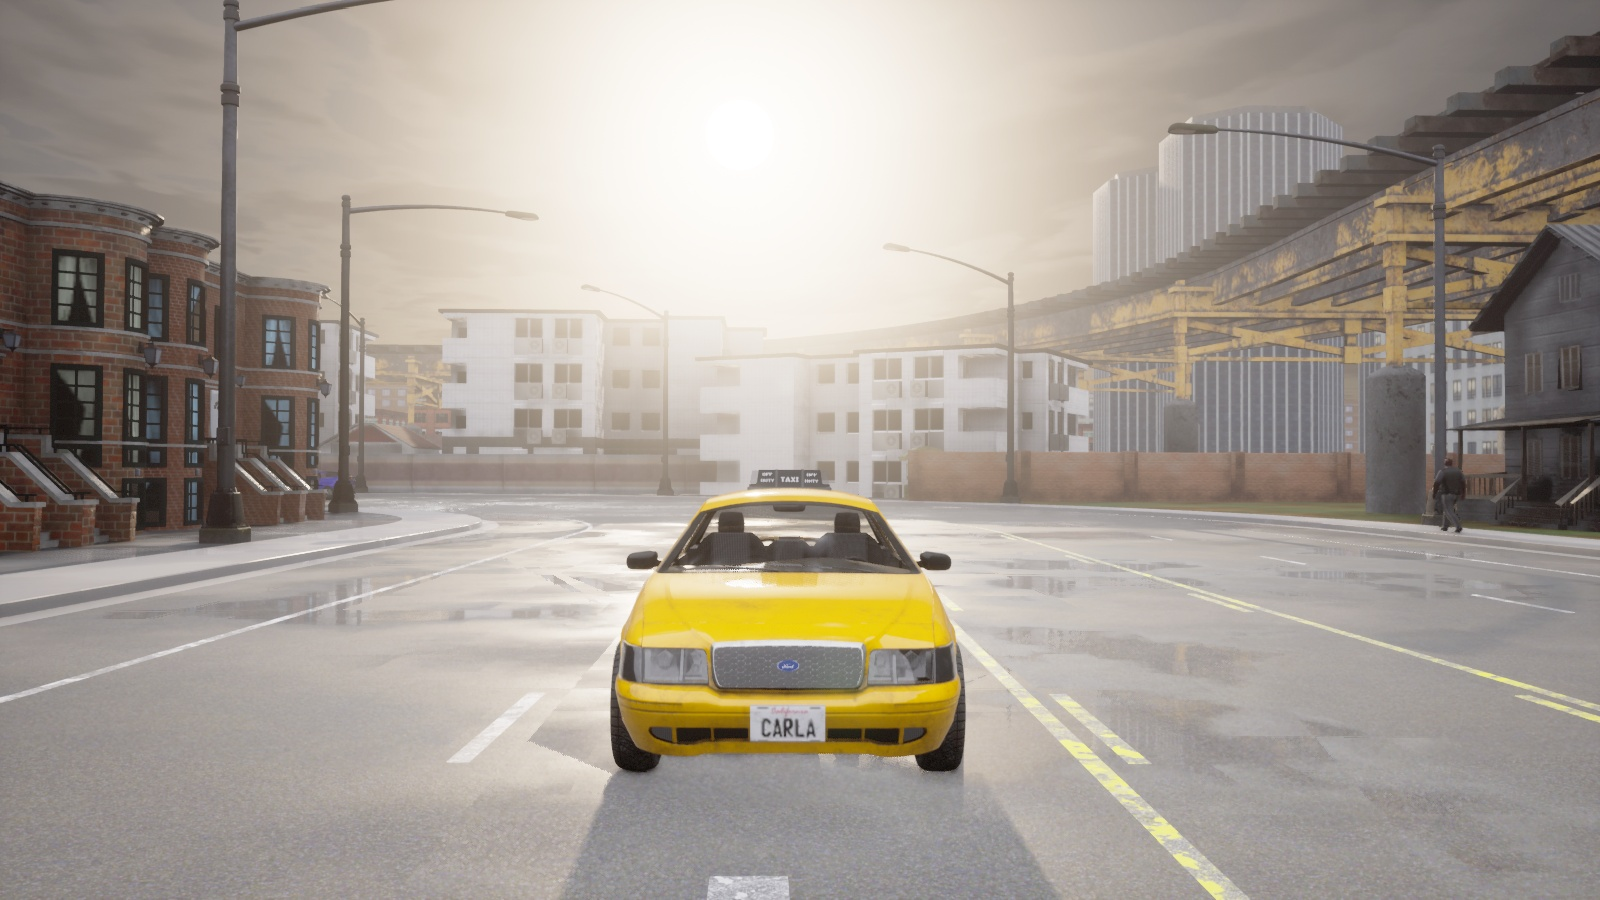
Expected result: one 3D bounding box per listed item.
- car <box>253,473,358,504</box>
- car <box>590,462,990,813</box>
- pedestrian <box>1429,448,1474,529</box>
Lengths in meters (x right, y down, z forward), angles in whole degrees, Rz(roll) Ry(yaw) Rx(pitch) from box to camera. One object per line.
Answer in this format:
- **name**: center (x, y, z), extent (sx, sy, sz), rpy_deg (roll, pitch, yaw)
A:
- **car**: center (-25.003, 1.927, 63.621), extent (4.514, 1.525, 2.007), rpy_deg (0, -1, 4)
- **car**: center (-0.066, 0.895, 8.356), extent (1.801, 1.575, 5.366), rpy_deg (0, -1, 0)
- **pedestrian**: center (15.303, 0.903, 29.509), extent (0.563, 1.883, 0.849), rpy_deg (0, -1, -4)
